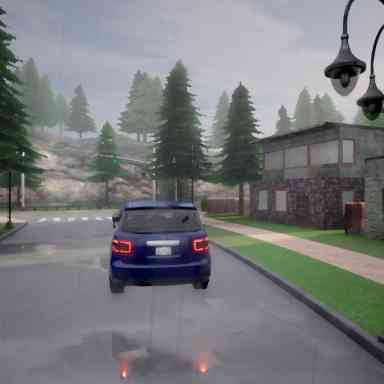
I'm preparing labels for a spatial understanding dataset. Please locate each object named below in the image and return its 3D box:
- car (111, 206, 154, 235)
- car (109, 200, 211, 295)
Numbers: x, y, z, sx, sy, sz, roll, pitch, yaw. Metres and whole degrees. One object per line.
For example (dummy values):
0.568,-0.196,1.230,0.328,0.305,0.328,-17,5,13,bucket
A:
-3.692,1.601,19.905,1.895,1.301,4.718,0,0,-18,car
-0.979,1.221,9.009,2.150,2.045,5.566,0,0,-9,car
